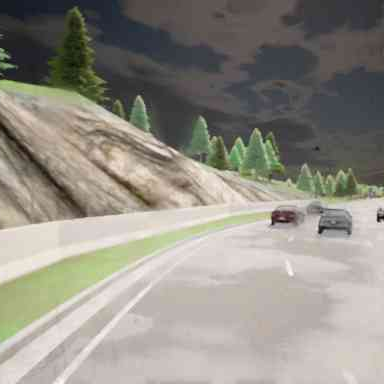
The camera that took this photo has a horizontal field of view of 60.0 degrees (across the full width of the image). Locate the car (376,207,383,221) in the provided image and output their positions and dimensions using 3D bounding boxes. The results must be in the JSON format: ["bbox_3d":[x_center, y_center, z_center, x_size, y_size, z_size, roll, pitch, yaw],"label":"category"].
[{"bbox_3d":[17.681,1.971,29.989,1.895,1.301,4.718,0,0,28],"label":"car"}]

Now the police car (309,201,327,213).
[{"bbox_3d":[14.928,1.923,39.681,2.038,1.542,4.974,0,-1,28],"label":"police car"}]

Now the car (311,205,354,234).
[{"bbox_3d":[9.085,1.779,21.010,2.033,1.411,5.357,0,0,26],"label":"car"}]

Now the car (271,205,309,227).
[{"bbox_3d":[7.407,1.729,25.484,1.882,1.535,5.008,0,-1,27],"label":"car"}]
